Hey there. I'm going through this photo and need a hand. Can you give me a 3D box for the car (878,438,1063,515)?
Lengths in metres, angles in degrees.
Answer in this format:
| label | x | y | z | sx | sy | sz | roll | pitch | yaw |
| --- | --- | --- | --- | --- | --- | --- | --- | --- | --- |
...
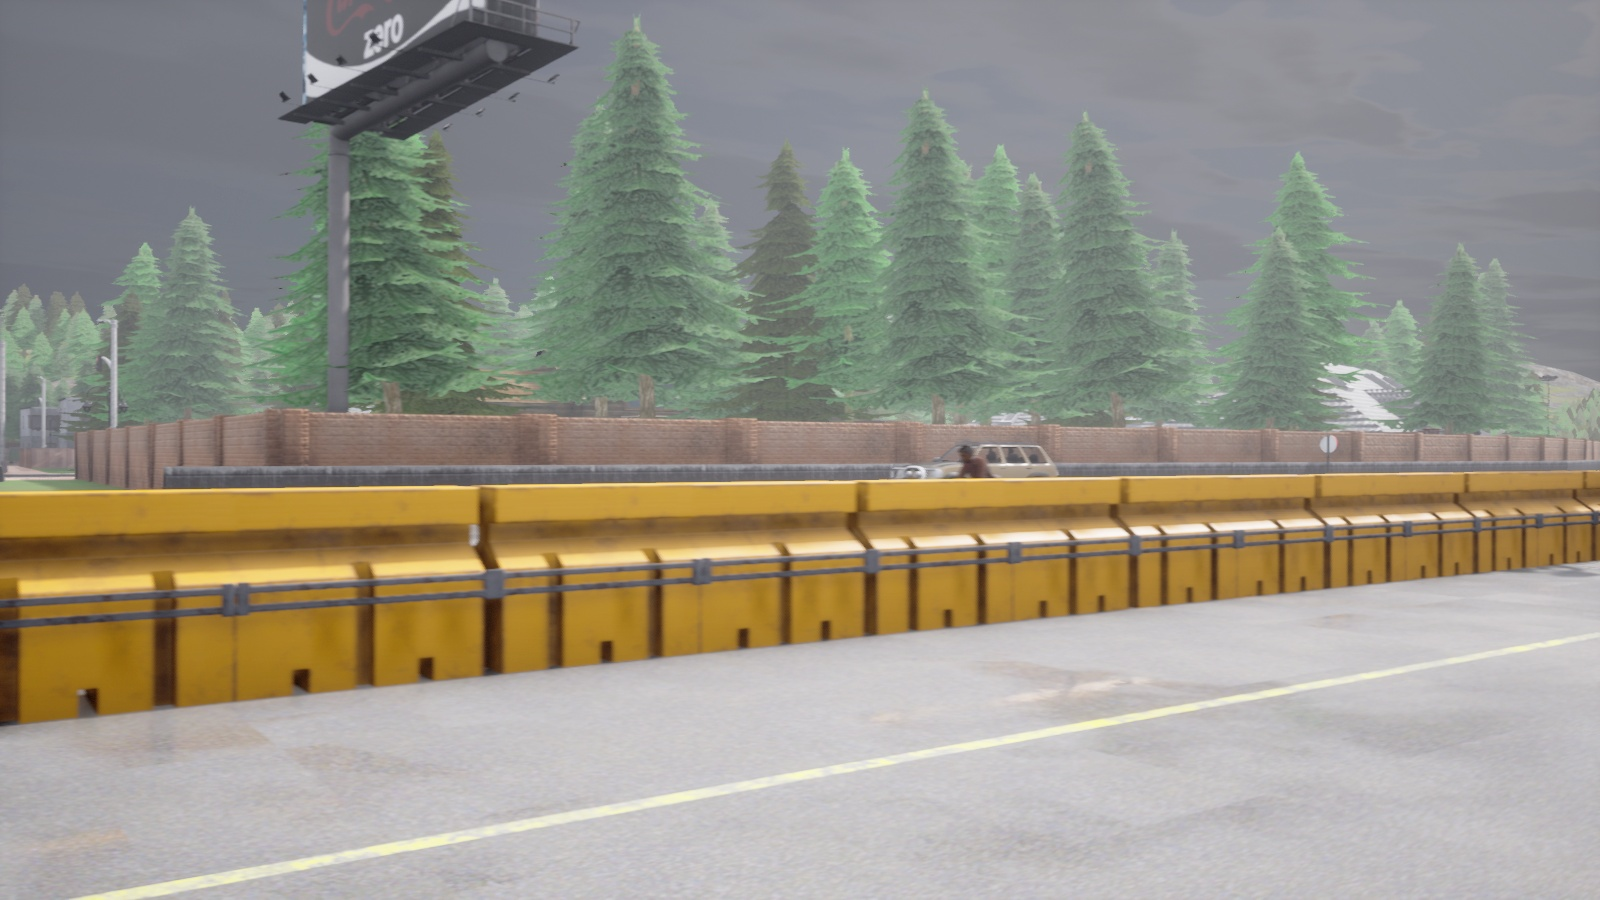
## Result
| label | x | y | z | sx | sy | sz | roll | pitch | yaw |
| --- | --- | --- | --- | --- | --- | --- | --- | --- | --- |
| car | 4.425 | 0.631 | 32.318 | 4.605 | 1.855 | 1.932 | 0 | 0 | -35 |
